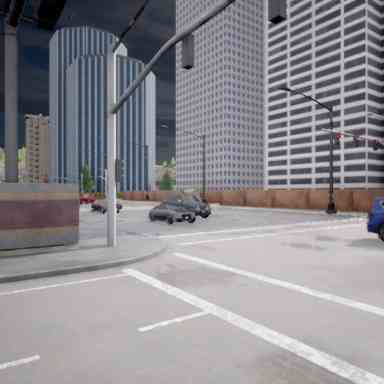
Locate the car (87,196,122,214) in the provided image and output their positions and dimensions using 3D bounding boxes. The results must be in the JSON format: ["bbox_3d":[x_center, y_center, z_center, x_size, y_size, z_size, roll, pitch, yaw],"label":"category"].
[{"bbox_3d":[-9.179,1.502,35.174,1.837,1.490,4.892,0,1,-35],"label":"car"}]

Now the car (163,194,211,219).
[{"bbox_3d":[-0.646,1.214,29.141,2.150,2.045,5.566,0,1,-35],"label":"car"}]

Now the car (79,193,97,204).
[{"bbox_3d":[-19.163,1.222,61.829,2.150,2.045,5.566,0,0,-35],"label":"car"}]

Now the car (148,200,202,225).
[{"bbox_3d":[-1.505,1.564,24.284,1.994,1.385,4.181,0,0,-35],"label":"car"}]

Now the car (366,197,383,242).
[{"bbox_3d":[10.231,1.222,13.710,2.150,2.045,5.566,0,0,-35],"label":"car"}]

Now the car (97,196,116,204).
[{"bbox_3d":[-16.571,1.547,64.210,2.033,1.411,5.357,0,0,-34],"label":"car"}]
